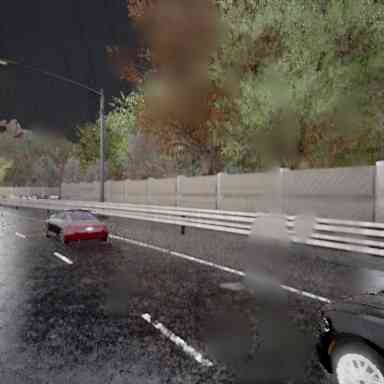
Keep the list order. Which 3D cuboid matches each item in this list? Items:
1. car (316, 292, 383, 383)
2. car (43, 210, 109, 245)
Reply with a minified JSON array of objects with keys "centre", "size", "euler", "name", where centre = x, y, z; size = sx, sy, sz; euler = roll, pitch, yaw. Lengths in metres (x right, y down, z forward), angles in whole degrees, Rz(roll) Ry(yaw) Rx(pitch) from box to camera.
[{"centre":[3.263,1.472,2.326],"size":[1.882,1.535,5.008],"euler":[0,0,-30],"name":"car"},{"centre":[-5.521,1.526,15.589],"size":[1.994,1.385,4.181],"euler":[0,0,-37],"name":"car"}]
